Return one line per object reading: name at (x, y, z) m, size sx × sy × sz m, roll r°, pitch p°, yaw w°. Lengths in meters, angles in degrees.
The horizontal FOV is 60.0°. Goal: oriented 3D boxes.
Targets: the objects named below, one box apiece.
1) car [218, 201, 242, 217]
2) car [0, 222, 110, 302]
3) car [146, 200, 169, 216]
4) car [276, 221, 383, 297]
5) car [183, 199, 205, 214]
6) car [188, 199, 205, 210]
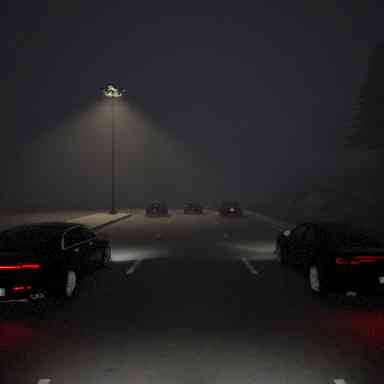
car at (3.606, 1.564, 31.836) m, size 1.994 × 1.385 × 4.181 m, roll 0°, pitch 0°, yaw 0°
car at (-3.401, 1.505, 8.232) m, size 1.837 × 1.490 × 4.892 m, roll 0°, pitch 0°, yaw 0°
car at (-3.386, 1.491, 32.876) m, size 2.128 × 1.511 × 4.902 m, roll 0°, pitch 0°, yaw 0°
car at (3.601, 1.477, 8.653) m, size 1.882 × 1.535 × 5.008 m, roll 0°, pitch 0°, yaw 0°
car at (0.139, 1.526, 35.347) m, size 1.812 × 1.442 × 4.674 m, roll 0°, pitch 0°, yaw 1°
car at (0.632, 1.601, 44.504) m, size 1.895 × 1.301 × 4.718 m, roll 0°, pitch 0°, yaw 6°
